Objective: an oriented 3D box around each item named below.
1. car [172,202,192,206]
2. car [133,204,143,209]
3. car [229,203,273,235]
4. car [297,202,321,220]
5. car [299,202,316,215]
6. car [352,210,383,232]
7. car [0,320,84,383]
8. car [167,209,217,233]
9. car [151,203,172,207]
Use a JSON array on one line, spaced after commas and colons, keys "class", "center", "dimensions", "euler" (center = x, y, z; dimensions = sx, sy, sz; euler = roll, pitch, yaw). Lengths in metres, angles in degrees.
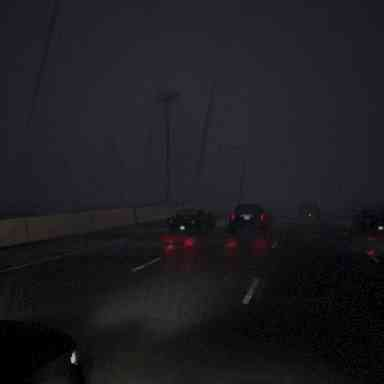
[{"class": "car", "center": [-0.992, 2.126, 51.199], "dimensions": [1.994, 1.385, 4.181], "euler": [0, -1, 18]}, {"class": "car", "center": [-7.647, 2.059, 53.370], "dimensions": [1.882, 1.535, 5.008], "euler": [0, -1, 18]}, {"class": "car", "center": [3.622, 1.458, 19.875], "dimensions": [2.097, 1.767, 4.553], "euler": [0, -1, 18]}, {"class": "car", "center": [11.058, 1.807, 31.386], "dimensions": [1.837, 1.490, 4.892], "euler": [0, -1, 18]}, {"class": "car", "center": [14.314, 2.008, 41.350], "dimensions": [1.812, 1.442, 4.674], "euler": [0, -1, 19]}, {"class": "car", "center": [11.263, 1.745, 20.725], "dimensions": [1.895, 1.301, 4.718], "euler": [0, -1, 18]}, {"class": "car", "center": [-2.430, 1.492, 1.313], "dimensions": [2.128, 1.511, 4.902], "euler": [0, 0, 18]}, {"class": "car", "center": [0.168, 1.703, 20.569], "dimensions": [1.895, 1.301, 4.718], "euler": [0, -1, 18]}, {"class": "car", "center": [-4.320, 2.125, 52.284], "dimensions": [1.837, 1.490, 4.892], "euler": [0, -1, 18]}]
